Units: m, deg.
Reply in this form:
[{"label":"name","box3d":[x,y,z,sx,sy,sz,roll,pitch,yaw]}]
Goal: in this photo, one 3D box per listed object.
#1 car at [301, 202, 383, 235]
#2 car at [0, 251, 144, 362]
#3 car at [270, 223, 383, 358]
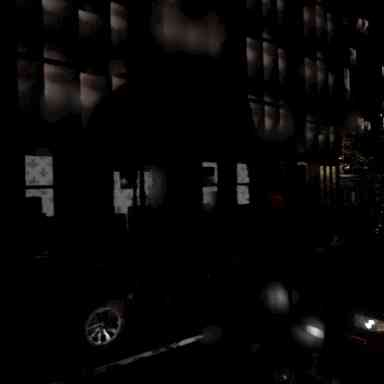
[{"label":"car","box3d":[5.611,1.278,10.768,5.009,1.841,2.192,-1,-1,-36]},{"label":"car","box3d":[-2.785,1.614,4.734,4.313,1.339,1.947,-1,-1,-36]},{"label":"car","box3d":[3.849,1.520,6.157,5.357,1.411,2.033,-1,0,-36]}]
